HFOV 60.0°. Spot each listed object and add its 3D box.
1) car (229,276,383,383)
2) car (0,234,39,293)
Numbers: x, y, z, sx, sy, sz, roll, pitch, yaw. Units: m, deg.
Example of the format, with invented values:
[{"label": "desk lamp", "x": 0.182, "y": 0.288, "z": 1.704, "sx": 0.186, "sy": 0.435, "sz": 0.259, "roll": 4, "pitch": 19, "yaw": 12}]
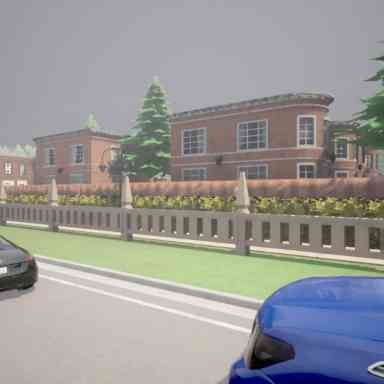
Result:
[{"label": "car", "x": 2.959, "y": 1.222, "z": 1.880, "sx": 5.566, "sy": 2.045, "sz": 2.150, "roll": 0, "pitch": 0, "yaw": 36}, {"label": "car", "x": -5.506, "y": 1.564, "z": 7.877, "sx": 4.181, "sy": 1.385, "sz": 1.994, "roll": 0, "pitch": 0, "yaw": 36}]
